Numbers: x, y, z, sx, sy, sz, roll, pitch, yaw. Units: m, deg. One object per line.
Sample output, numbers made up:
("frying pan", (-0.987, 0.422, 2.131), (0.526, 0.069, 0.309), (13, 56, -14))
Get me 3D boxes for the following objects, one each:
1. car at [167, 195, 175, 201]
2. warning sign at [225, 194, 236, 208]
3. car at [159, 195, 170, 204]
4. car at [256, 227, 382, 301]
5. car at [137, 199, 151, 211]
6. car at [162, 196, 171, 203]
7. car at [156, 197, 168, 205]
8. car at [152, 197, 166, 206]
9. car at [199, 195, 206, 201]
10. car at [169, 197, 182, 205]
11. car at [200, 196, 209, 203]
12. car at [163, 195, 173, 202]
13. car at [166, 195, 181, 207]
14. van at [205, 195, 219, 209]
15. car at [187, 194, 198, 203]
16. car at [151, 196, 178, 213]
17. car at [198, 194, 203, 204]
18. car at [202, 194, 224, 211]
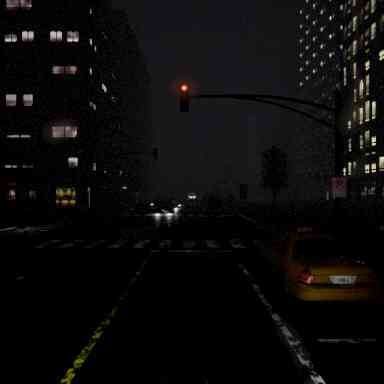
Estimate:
("car", (-5.619, 1.624, 90.052), (1.752, 1.417, 4.829), (0, 0, 0))
("warning sign", (5.109, 1.135, 43.730), (1.300, 1.860, 1.060), (0, 0, 0))
("car", (-5.638, 1.496, 68.115), (1.967, 1.590, 4.097), (0, 0, 0))
("car", (2.694, 1.526, 8.232), (1.752, 1.417, 4.829), (0, 0, 0))
("car", (-5.659, 1.567, 40.482), (2.008, 1.369, 4.403), (0, 0, 0))
("car", (-5.633, 1.648, 73.642), (1.802, 1.307, 4.206), (0, 0, 0))
("car", (-5.642, 1.591, 62.587), (1.887, 1.381, 4.507), (0, 0, 0))
("car", (-5.646, 1.588, 57.062), (2.008, 1.369, 4.403), (0, 0, 0))
("car", (2.761, 1.624, 90.385), (1.752, 1.417, 4.829), (0, 0, 0))
("car", (-3.013, 1.609, 61.391), (1.994, 1.385, 4.181), (0, 0, 0))
("car", (2.747, 1.611, 73.635), (1.887, 1.381, 4.507), (0, 0, 0))
("car", (-5.629, 1.516, 79.168), (1.967, 1.590, 4.097), (0, 0, 0))
("car", (-3.054, 1.552, 49.072), (1.812, 1.442, 4.674), (0, 0, 0))
("van", (2.724, 1.363, 46.001), (1.690, 1.788, 3.998), (0, 0, 0))
("car", (0.145, 1.660, 70.134), (1.895, 1.301, 4.718), (0, 0, 0))
("car", (-3.068, 1.562, 38.151), (2.033, 1.411, 5.357), (0, 0, 0))
("car", (2.737, 1.361, 62.581), (2.192, 1.841, 5.009), (0, 0, 0))
("car", (2.720, 1.332, 40.475), (2.192, 1.841, 5.009), (0, 0, 0))
